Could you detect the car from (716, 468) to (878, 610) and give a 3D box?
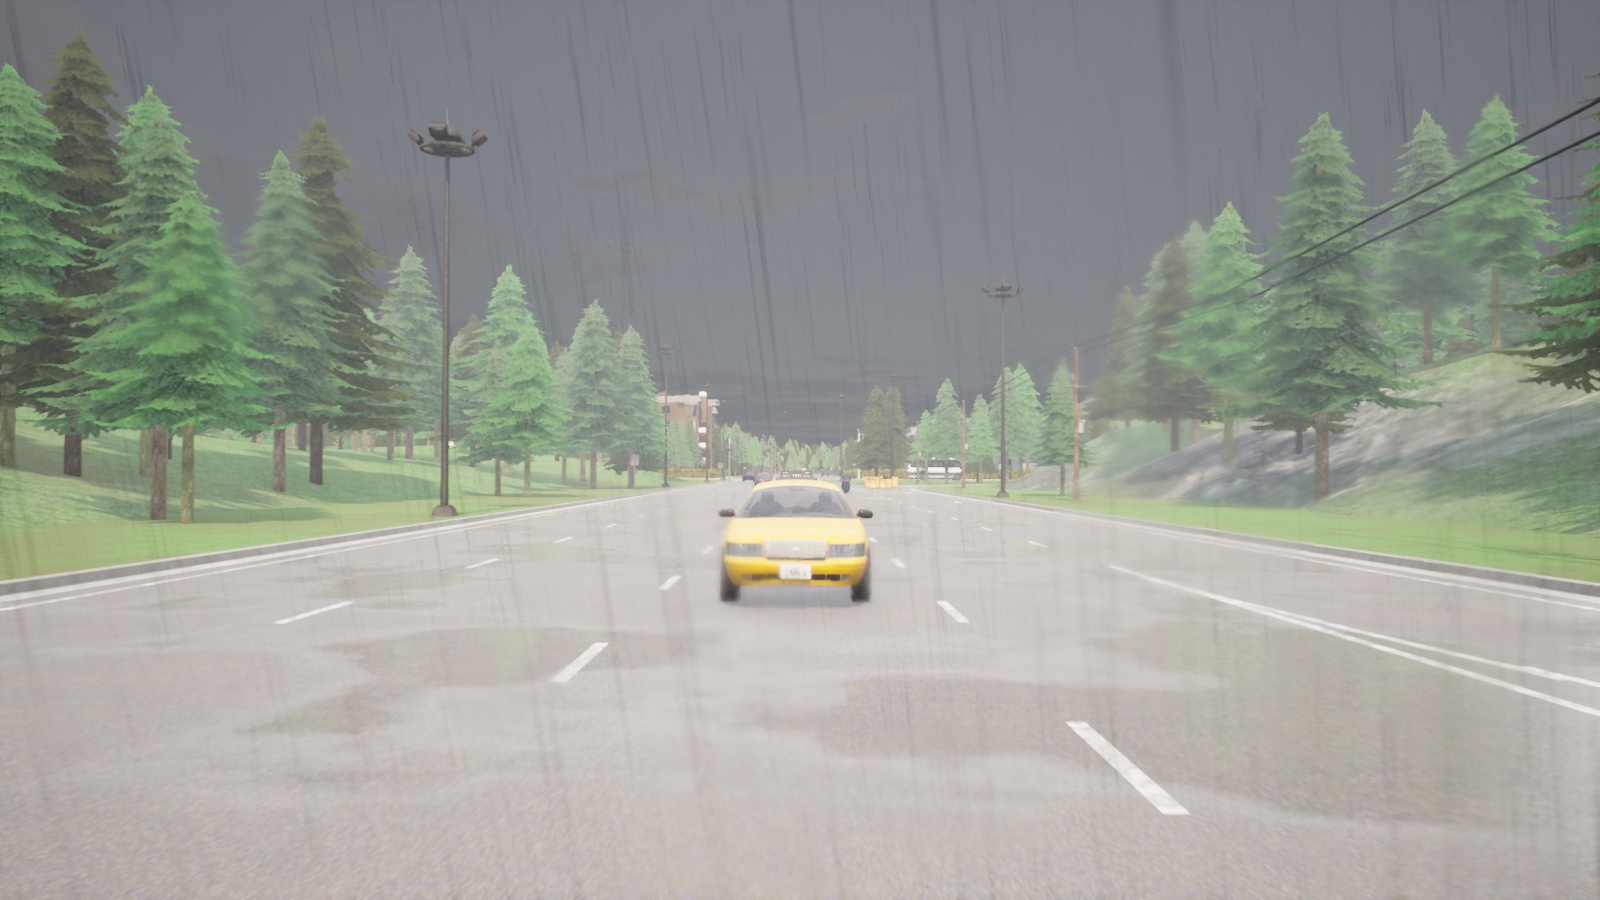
[{"bbox_3d":[-0.040,1.036,16.642,1.801,1.575,5.366,0,-1,0],"label":"car"}]
